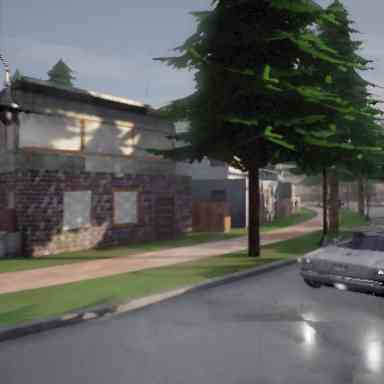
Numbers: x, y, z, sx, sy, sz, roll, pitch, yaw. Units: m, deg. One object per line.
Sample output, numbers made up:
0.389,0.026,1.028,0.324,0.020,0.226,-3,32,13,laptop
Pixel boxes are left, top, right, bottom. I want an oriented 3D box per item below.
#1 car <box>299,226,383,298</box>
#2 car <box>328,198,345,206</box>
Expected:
4.543,1.587,8.270,1.895,1.301,4.718,0,0,45,car
22.236,1.510,51.990,1.994,1.385,4.181,0,0,3,car
